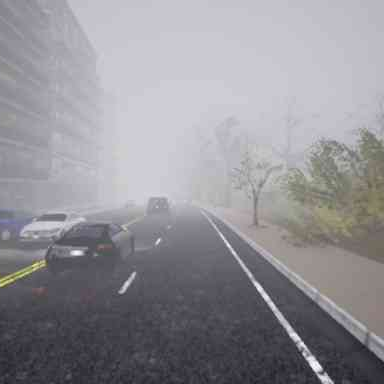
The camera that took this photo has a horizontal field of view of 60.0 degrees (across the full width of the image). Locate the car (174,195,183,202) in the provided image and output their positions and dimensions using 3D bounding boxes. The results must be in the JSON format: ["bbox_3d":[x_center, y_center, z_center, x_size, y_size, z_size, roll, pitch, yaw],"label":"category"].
[{"bbox_3d":[-3.626,2.152,94.632,1.837,1.490,4.892,0,0,-6],"label":"car"}]

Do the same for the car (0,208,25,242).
[{"bbox_3d":[-9.857,1.625,17.614,1.882,1.535,5.008,0,0,0],"label":"car"}]

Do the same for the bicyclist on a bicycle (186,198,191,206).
[{"bbox_3d":[-0.456,2.006,66.702,0.582,1.620,1.656,0,-1,-4],"label":"bicyclist on a bicycle"}]

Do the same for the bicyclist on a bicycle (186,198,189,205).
[{"bbox_3d":[-1.078,2.077,75.756,0.582,1.620,1.656,0,-1,-4],"label":"bicyclist on a bicycle"}]

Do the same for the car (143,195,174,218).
[{"bbox_3d":[-3.241,1.501,33.191,2.150,2.045,5.566,0,0,-1],"label":"car"}]

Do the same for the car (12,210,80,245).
[{"bbox_3d":[-6.618,1.663,16.439,1.812,1.442,4.674,0,0,0],"label":"car"}]

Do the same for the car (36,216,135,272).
[{"bbox_3d":[-3.156,1.657,11.116,1.994,1.385,4.181,0,0,0],"label":"car"}]

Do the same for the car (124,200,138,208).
[{"bbox_3d":[-10.702,2.041,58.607,2.033,1.411,5.357,0,0,-2],"label":"car"}]
